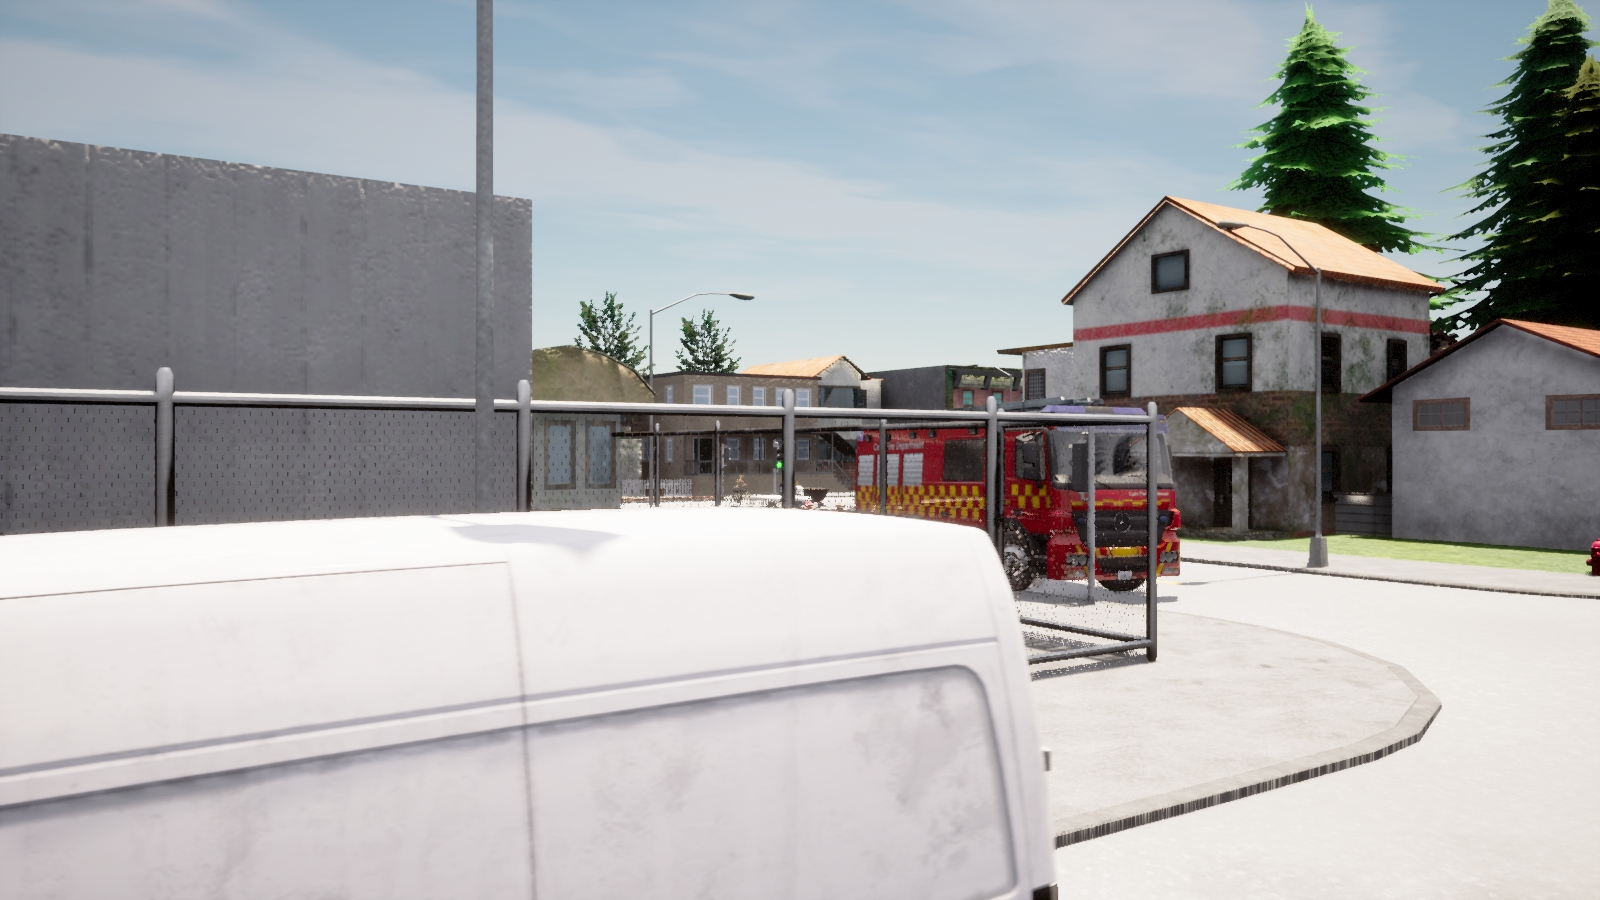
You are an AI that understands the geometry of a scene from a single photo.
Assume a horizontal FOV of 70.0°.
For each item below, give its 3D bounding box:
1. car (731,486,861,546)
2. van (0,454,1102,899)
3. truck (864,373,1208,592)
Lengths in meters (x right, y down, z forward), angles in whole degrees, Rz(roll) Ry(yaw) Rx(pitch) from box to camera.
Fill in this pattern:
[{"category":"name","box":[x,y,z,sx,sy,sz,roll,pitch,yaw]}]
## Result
[{"category":"car","box":[-0.182,1.845,32.732,1.970,1.475,3.806,0,0,-33]},{"category":"van","box":[-1.983,1.313,3.127,5.915,2.561,1.988,0,0,-33]},{"category":"truck","box":[4.540,0.675,24.433,2.891,3.827,8.468,1,-2,-23]}]
